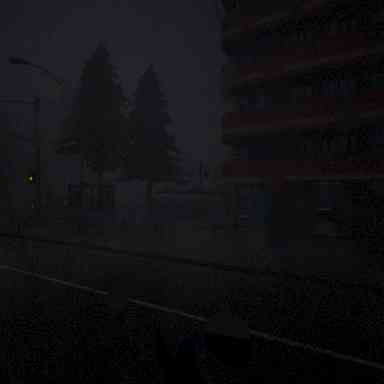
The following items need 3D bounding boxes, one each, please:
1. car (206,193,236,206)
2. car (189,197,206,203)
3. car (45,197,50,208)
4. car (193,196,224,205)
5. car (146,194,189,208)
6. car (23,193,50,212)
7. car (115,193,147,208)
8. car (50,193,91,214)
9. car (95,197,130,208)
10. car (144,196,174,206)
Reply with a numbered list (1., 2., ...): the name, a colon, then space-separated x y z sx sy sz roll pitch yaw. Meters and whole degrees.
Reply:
1. car: 5.493 1.166 53.665 5.566 2.045 2.150 0 0 -35
2. car: -0.864 1.492 53.169 5.357 1.411 2.033 0 0 -42
3. car: -13.498 1.545 37.468 1.895 1.301 4.718 0 0 36
4. car: 2.981 1.492 60.482 5.357 1.411 2.033 0 0 -32
5. car: -2.901 1.296 39.961 2.097 1.767 4.553 0 0 36
6. car: -16.741 1.166 38.942 2.150 2.045 5.566 0 0 36
7. car: -7.761 1.166 45.357 2.150 2.045 5.566 0 0 37
8. car: -11.192 1.166 34.352 2.150 2.045 5.566 0 0 35
9. car: -11.068 1.470 46.660 1.812 1.442 4.674 0 0 37
10. car: -5.229 1.470 53.657 4.674 1.442 1.812 0 0 -45
